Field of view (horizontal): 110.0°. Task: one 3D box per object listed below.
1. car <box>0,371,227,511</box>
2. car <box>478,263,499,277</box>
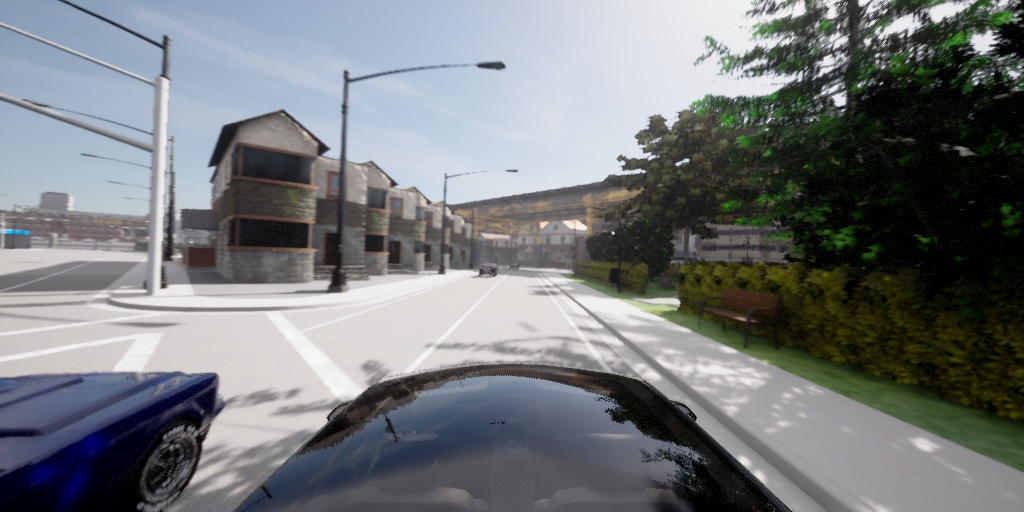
[{"bbox_3d":[-3.174,1.231,1.049,1.895,1.301,4.718,2,0,-10],"label":"car"},{"bbox_3d":[-2.530,1.470,39.294,2.128,1.511,4.902,2,-1,2],"label":"car"}]
